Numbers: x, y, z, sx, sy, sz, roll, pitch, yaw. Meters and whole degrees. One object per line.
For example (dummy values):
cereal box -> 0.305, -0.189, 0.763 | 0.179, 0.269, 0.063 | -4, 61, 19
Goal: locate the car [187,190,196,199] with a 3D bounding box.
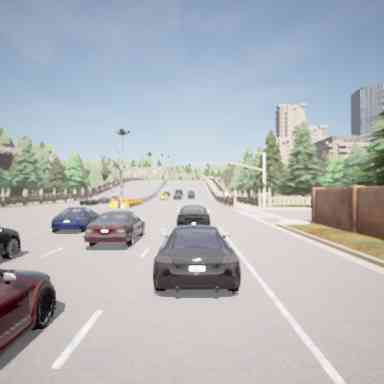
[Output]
car -> -0.164, 0.968, 87.317 | 1.837, 1.490, 4.892 | 0, 4, 0

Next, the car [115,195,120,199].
car -> -17.598, 1.516, 76.403 | 1.812, 1.442, 4.674 | 0, 1, 0

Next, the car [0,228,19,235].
car -> -6.903, 1.506, 9.697 | 2.128, 1.511, 4.902 | 0, 0, 0

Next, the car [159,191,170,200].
car -> -7.145, 1.149, 84.163 | 1.882, 1.535, 5.008 | 0, 3, 0

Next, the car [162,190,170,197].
car -> -7.205, 0.374, 94.180 | 1.882, 1.535, 5.008 | 0, 7, 0

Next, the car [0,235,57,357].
car -> -3.402, 1.571, 4.266 | 1.994, 1.385, 4.181 | 0, 0, 0

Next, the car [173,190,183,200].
car -> -3.645, 1.028, 84.147 | 2.097, 1.767, 4.553 | 0, 3, 0

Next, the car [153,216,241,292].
car -> 0.100, 1.577, 8.951 | 1.994, 1.385, 4.181 | 0, 0, 0

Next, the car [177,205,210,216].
car -> 0.091, 1.507, 19.973 | 1.882, 1.535, 5.008 | 0, 0, 0

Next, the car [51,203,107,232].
car -> -6.910, 1.595, 20.308 | 1.994, 1.385, 4.181 | 0, 0, 0

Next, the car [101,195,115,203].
car -> -17.542, 1.645, 66.456 | 2.033, 1.411, 5.357 | 0, 0, 0

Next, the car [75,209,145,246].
car -> -3.404, 1.571, 15.460 | 2.033, 1.411, 5.357 | 0, 0, 0

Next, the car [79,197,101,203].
car -> -17.596, 1.685, 56.581 | 1.895, 1.301, 4.718 | 0, 0, 0
